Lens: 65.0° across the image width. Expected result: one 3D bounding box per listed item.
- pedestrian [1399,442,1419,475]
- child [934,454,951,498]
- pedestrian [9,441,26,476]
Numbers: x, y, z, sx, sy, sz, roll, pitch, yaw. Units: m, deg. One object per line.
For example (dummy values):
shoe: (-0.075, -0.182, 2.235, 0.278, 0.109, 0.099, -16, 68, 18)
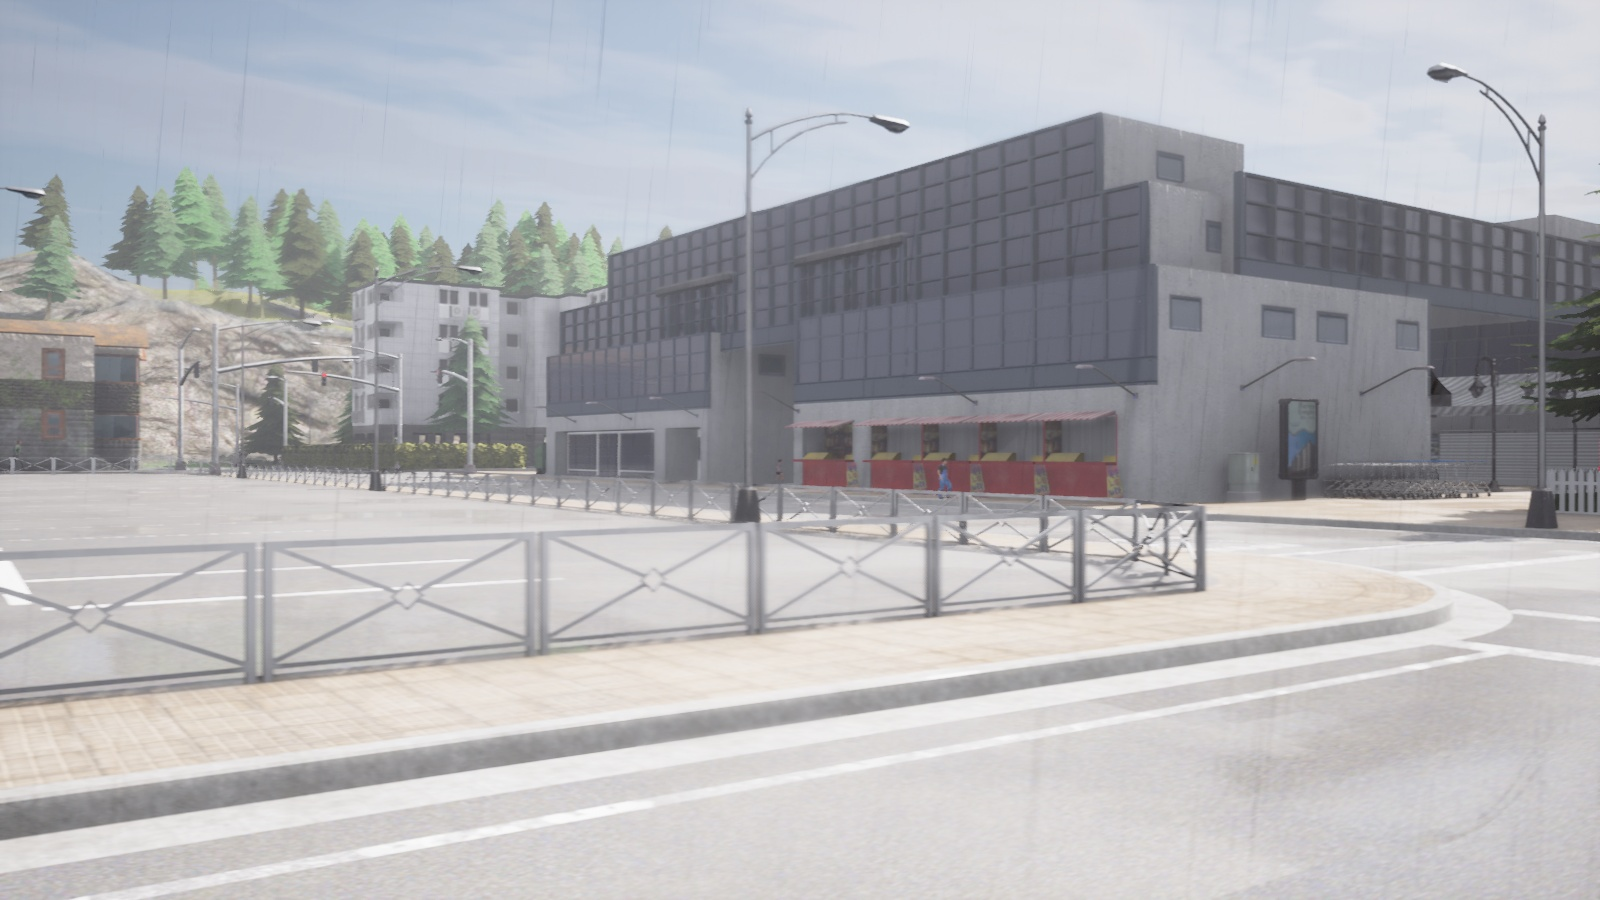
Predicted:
pedestrian: (34.754, 0.492, 71.672, 0.563, 1.883, 0.849, 0, 0, -36)
child: (4.119, 0.751, 36.340, 0.270, 1.263, 0.437, 0, 0, -37)
pedestrian: (-44.057, 0.477, 70.671, 0.788, 1.949, 0.423, 0, 0, -34)
